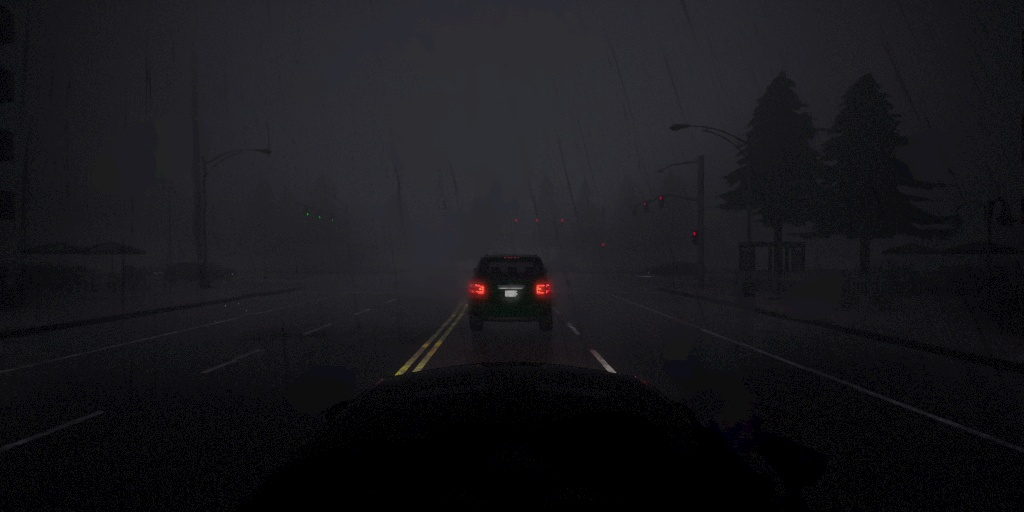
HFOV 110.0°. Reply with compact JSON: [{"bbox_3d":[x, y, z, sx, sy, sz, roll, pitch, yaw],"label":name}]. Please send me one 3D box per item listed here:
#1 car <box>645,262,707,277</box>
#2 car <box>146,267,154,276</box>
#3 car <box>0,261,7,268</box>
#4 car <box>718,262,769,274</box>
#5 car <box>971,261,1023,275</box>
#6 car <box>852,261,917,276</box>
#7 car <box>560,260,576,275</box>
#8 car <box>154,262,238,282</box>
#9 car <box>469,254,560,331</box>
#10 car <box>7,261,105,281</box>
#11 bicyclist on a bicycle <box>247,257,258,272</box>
[{"bbox_3d":[15.860,1.242,34.709,5.357,1.411,2.033,0,0,-1],"label":"car"},{"bbox_3d":[-27.767,1.242,30.610,5.357,1.411,2.033,0,0,-2],"label":"car"},{"bbox_3d":[-41.347,1.198,29.695,4.892,1.490,1.837,0,0,-13],"label":"car"},{"bbox_3d":[24.741,1.295,38.261,4.718,1.301,1.895,0,0,0],"label":"car"},{"bbox_3d":[48.277,1.220,35.867,4.674,1.442,1.812,0,0,19],"label":"car"},{"bbox_3d":[35.786,1.185,34.548,4.902,1.511,2.128,0,0,3],"label":"car"},{"bbox_3d":[4.281,1.176,38.109,5.008,1.535,1.882,0,0,0],"label":"car"},{"bbox_3d":[-23.535,1.199,27.150,4.892,1.490,1.837,0,0,-1],"label":"car"},{"bbox_3d":[-0.020,0.971,11.086,2.150,2.045,5.566,0,0,0],"label":"car"},{"bbox_3d":[-33.843,1.172,26.944,5.008,1.535,1.882,0,0,-3],"label":"car"},{"bbox_3d":[-30.097,0.995,41.602,0.582,1.620,1.656,0,0,0],"label":"bicyclist on a bicycle"}]
